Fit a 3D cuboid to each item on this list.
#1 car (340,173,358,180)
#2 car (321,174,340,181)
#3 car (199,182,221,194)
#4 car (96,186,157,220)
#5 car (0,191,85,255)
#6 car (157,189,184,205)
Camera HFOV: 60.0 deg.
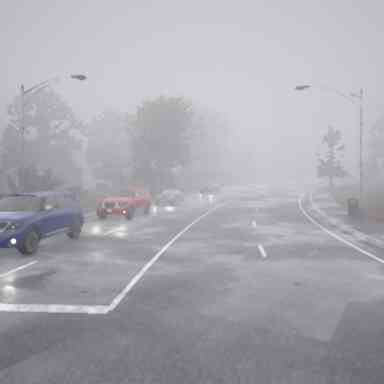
[{"bbox_3d":[37.113,-3.547,79.111,4.718,1.301,1.895,-5,4,-43],"label":"car"},{"bbox_3d":[32.666,-3.452,79.574,2.128,1.511,4.902,1,4,45],"label":"car"},{"bbox_3d":[2.557,-0.535,46.327,1.837,1.490,4.892,0,3,23],"label":"car"},{"bbox_3d":[-4.531,0.660,23.088,2.150,2.045,5.566,0,3,12],"label":"car"},{"bbox_3d":[-6.144,1.021,12.896,2.150,2.045,5.566,0,1,6],"label":"car"},{"bbox_3d":[-2.131,0.426,32.823,1.812,1.442,4.674,0,4,16],"label":"car"}]
